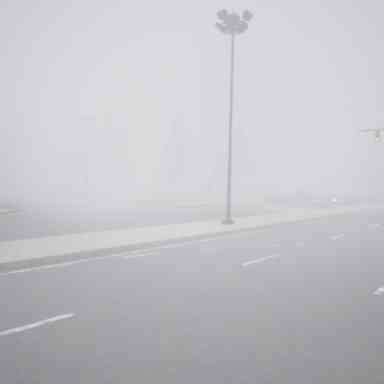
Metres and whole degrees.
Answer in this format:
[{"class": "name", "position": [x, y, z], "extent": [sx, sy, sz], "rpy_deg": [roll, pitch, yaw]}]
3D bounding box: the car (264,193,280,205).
[{"class": "car", "position": [12.074, 0.947, 46.792], "extent": [1.882, 1.535, 5.008], "rpy_deg": [2, 1, 43]}]

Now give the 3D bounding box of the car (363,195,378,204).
[{"class": "car", "position": [29.095, 1.216, 54.609], "extent": [2.128, 1.511, 4.902], "rpy_deg": [2, 1, 44]}]

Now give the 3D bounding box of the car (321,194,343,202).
[{"class": "car", "position": [25.844, 1.083, 61.335], "extent": [2.033, 1.411, 5.357], "rpy_deg": [2, 1, 43]}]

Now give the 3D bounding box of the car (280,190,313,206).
[{"class": "car", "position": [14.318, 0.788, 44.074], "extent": [2.150, 2.045, 5.566], "rpy_deg": [2, 1, 43]}]

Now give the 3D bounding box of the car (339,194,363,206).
[{"class": "car", "position": [22.117, 1.194, 47.284], "extent": [1.837, 1.490, 4.892], "rpy_deg": [2, 1, 44]}]

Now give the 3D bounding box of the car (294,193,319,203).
[{"class": "car", "position": [18.496, 1.004, 53.614], "extent": [1.837, 1.490, 4.892], "rpy_deg": [2, 1, 44]}]

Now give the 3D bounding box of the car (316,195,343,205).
[{"class": "car", "position": [21.343, 1.147, 51.536], "extent": [2.033, 1.411, 5.357], "rpy_deg": [2, 1, 44]}]

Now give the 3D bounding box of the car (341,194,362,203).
[{"class": "car", "position": [28.357, 1.112, 58.897], "extent": [1.882, 1.535, 5.008], "rpy_deg": [2, 1, 43]}]

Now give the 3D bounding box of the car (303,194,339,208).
[{"class": "car", "position": [15.739, 1.260, 40.502], "extent": [1.895, 1.301, 4.718], "rpy_deg": [2, 1, 43]}]
